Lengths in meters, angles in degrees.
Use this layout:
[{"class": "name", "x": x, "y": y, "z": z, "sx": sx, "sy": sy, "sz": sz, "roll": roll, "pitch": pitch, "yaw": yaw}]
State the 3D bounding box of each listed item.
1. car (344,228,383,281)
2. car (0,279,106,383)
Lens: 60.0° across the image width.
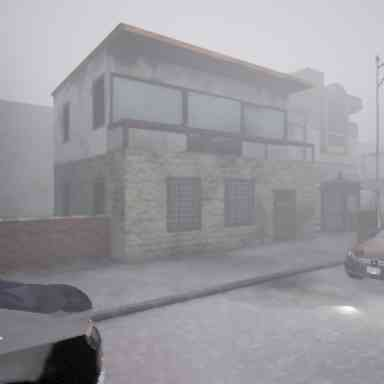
[{"class": "car", "x": 5.977, "y": 1.512, "z": 8.867, "sx": 4.674, "sy": 1.442, "sz": 1.812, "roll": 0, "pitch": 0, "yaw": -36}, {"class": "car", "x": -3.124, "y": 1.496, "z": 2.375, "sx": 4.902, "sy": 1.511, "sz": 2.128, "roll": 0, "pitch": 0, "yaw": -36}]
